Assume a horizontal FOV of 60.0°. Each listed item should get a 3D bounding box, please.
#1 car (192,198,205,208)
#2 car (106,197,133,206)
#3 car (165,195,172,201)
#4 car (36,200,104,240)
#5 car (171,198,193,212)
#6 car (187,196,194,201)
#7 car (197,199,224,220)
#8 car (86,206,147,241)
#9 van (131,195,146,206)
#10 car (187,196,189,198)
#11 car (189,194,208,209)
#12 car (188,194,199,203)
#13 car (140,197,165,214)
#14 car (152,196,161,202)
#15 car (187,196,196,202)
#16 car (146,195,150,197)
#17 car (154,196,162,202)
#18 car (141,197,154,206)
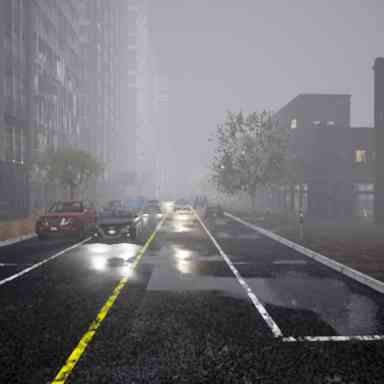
[{"bbox_3d":[0.962,1.618,51.935,1.752,1.417,4.829,-1,0,-2],"label":"car"},{"bbox_3d":[-6.642,1.493,28.636,1.967,1.590,4.097,-1,0,-2],"label":"car"},{"bbox_3d":[-5.613,1.501,78.172,1.812,1.442,4.674,0,0,-2],"label":"car"},{"bbox_3d":[-6.357,1.348,17.571,2.192,1.841,5.009,-1,0,-2],"label":"car"},{"bbox_3d":[-1.219,1.673,39.617,1.895,1.301,4.718,0,0,-2],"label":"car"},{"bbox_3d":[-0.351,1.742,90.484,1.802,1.307,4.206,-1,0,-2],"label":"car"},{"bbox_3d":[1.759,1.603,28.906,2.008,1.369,4.403,-1,0,-2],"label":"car"},{"bbox_3d":[-3.616,1.595,16.724,1.994,1.385,4.181,0,0,-2],"label":"car"},{"bbox_3d":[-7.034,1.415,40.427,1.690,1.788,3.998,-1,0,-2],"label":"van"},{"bbox_3d":[-1.582,1.614,49.321,1.812,1.442,4.674,0,0,-2],"label":"car"},{"bbox_3d":[1.153,1.398,46.235,2.192,1.841,5.009,-1,0,-2],"label":"car"},{"bbox_3d":[0.211,1.446,73.892,2.192,1.841,5.009,-1,0,-2],"label":"car"},{"bbox_3d":[-4.305,1.572,36.853,1.837,1.490,4.892,0,0,-2],"label":"car"},{"bbox_3d":[-8.345,1.666,78.979,1.752,1.417,4.829,-1,0,-2],"label":"car"},{"bbox_3d":[-0.162,1.716,84.953,1.947,1.339,4.313,-1,0,-2],"label":"car"},{"bbox_3d":[-7.411,1.408,51.490,2.192,1.841,5.009,-1,0,-2],"label":"car"},{"bbox_3d":[-8.533,1.676,84.510,1.752,1.417,4.829,-1,0,-2],"label":"car"},{"bbox_3d":[-7.590,1.627,56.852,1.752,1.417,4.829,-1,0,-2],"label":"car"}]
